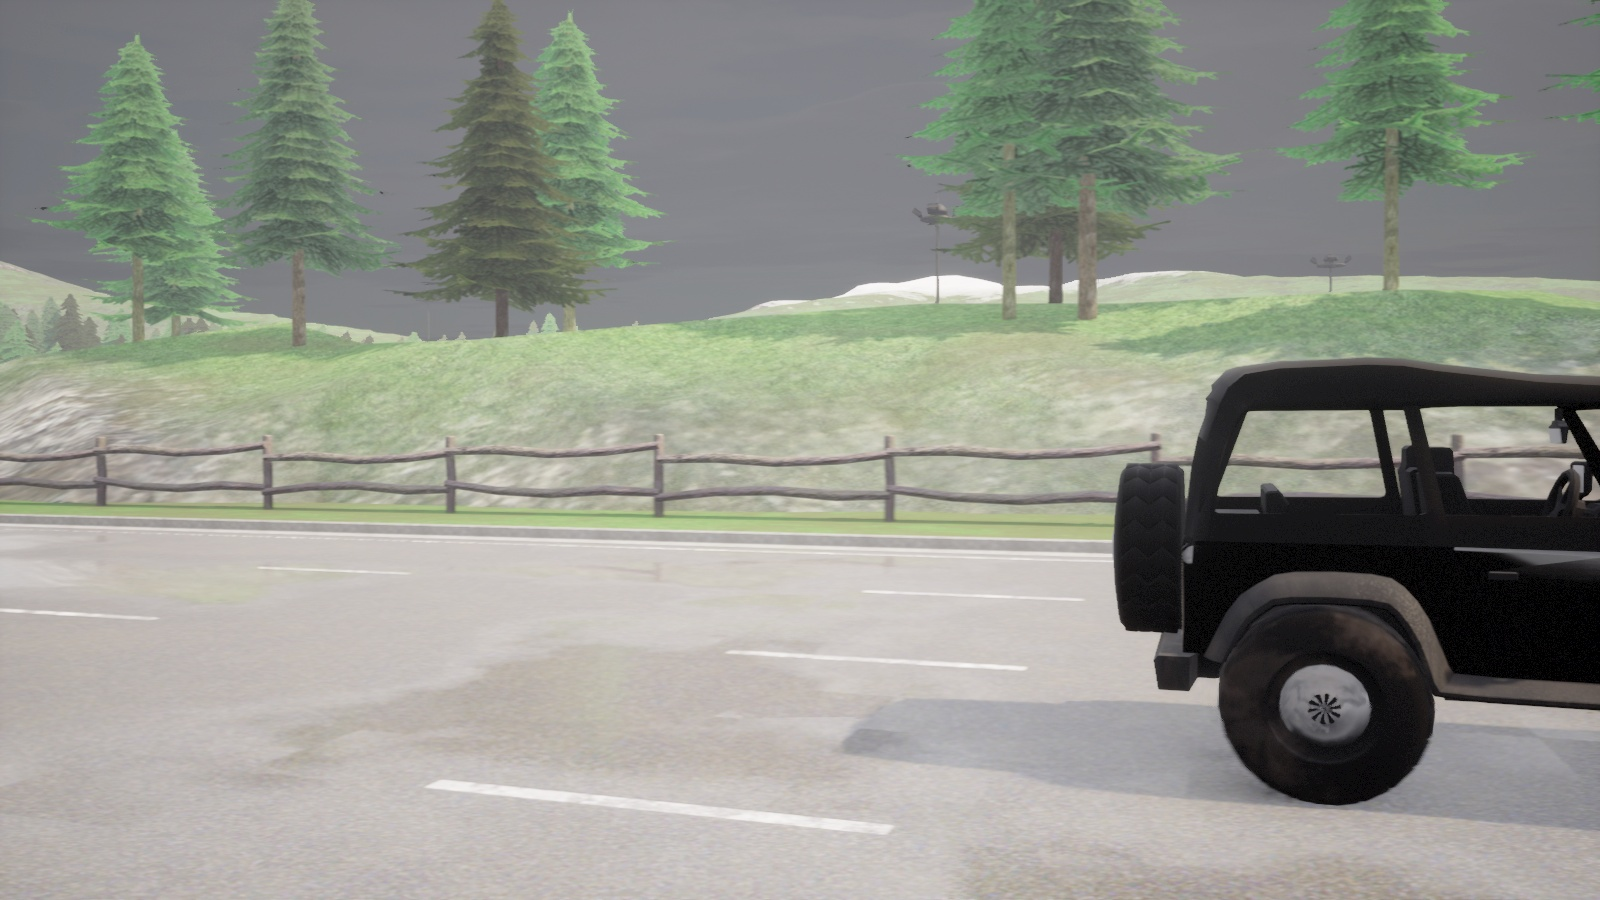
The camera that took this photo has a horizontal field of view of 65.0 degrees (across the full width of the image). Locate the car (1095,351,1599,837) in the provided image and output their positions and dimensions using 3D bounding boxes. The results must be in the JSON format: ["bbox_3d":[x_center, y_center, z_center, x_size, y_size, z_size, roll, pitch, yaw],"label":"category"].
[{"bbox_3d":[3.421,0.544,5.733,3.866,1.878,1.905,1,1,19],"label":"car"}]
